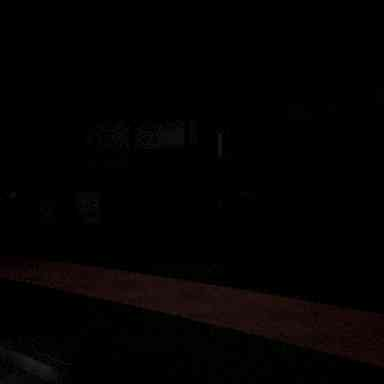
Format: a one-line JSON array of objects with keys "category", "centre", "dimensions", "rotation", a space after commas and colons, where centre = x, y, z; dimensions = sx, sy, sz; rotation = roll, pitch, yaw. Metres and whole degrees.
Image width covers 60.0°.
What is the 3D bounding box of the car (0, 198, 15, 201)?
[{"category": "car", "centre": [-18.196, 1.347, 31.341], "dimensions": [1.837, 1.490, 4.892], "rotation": [0, 0, 23]}]
